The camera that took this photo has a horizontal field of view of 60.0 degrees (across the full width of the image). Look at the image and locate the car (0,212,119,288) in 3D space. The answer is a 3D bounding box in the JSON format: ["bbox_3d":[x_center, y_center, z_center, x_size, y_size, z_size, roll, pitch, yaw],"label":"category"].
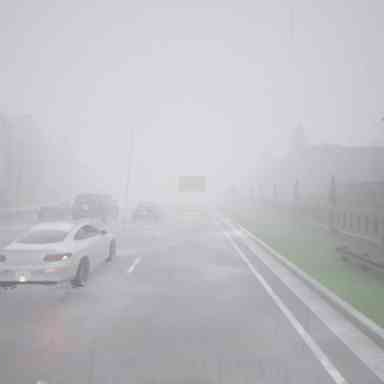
[{"bbox_3d":[-3.413,1.488,9.002,1.812,1.442,4.674,0,0,0],"label":"car"}]

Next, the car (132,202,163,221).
[{"bbox_3d":[-3.395,1.456,25.759,1.994,1.385,4.181,0,0,0],"label":"car"}]

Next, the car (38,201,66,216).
[{"bbox_3d":[-10.408,1.417,26.109,1.812,1.442,4.674,0,0,0],"label":"car"}]

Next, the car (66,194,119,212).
[{"bbox_3d":[-6.895,1.120,24.249,2.150,2.045,5.566,0,0,0],"label":"car"}]

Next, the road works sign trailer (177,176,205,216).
[{"bbox_3d":[0.006,0.337,30.455,2.380,3.560,2.880,0,0,0],"label":"road works sign trailer"}]
